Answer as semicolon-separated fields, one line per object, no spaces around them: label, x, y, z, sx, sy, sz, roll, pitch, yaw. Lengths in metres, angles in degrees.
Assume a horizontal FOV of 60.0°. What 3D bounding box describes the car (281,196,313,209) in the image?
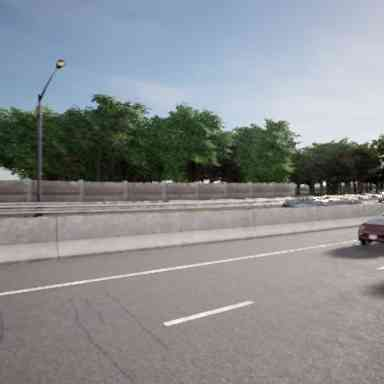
car;12.313;1.271;37.993;4.553;1.767;2.097;-1;1;-34

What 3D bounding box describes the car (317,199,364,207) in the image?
car;14.097;1.457;30.762;4.892;1.490;1.837;-1;0;-34

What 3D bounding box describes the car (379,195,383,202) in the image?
car;32.671;0.961;54.711;4.674;1.442;1.812;-2;1;-36

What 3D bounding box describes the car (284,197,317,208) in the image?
car;12.202;1.499;33.715;5.357;1.411;2.033;-1;0;-34

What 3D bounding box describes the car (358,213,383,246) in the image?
car;8.958;1.577;14.287;4.674;1.442;1.812;0;0;-35
